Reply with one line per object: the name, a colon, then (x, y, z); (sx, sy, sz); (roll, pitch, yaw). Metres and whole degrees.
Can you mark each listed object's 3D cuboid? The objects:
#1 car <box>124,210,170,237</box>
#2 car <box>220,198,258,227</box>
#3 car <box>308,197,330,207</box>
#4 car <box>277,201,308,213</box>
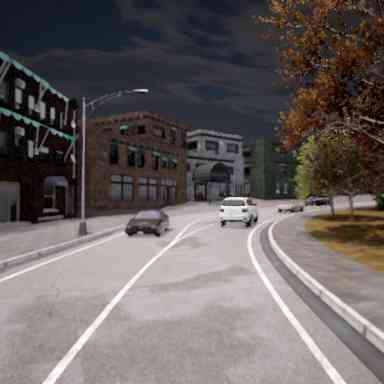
car: (-2.464, 1.764, 19.837); (2.033, 1.411, 5.357); (0, -1, 5)
car: (3.692, 1.459, 25.527); (2.150, 2.045, 5.566); (-1, 0, 19)
car: (20.267, 1.587, 54.148); (5.008, 1.535, 1.882); (-1, 0, -32)
car: (12.213, 1.816, 40.931); (1.895, 1.301, 4.718); (-1, 0, 38)
